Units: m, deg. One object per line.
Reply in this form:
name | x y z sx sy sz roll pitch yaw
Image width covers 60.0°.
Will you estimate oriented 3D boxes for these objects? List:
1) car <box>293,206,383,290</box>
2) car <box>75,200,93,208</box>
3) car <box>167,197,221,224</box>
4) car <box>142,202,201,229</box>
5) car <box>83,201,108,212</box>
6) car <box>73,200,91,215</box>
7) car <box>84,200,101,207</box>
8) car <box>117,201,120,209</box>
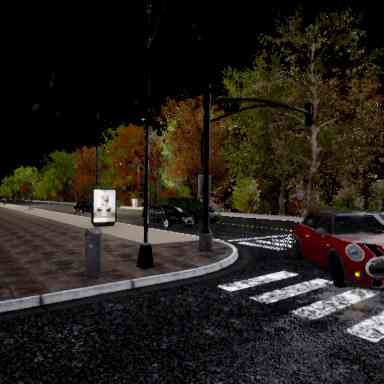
car | 4.368 1.312 9.129 2.097 1.767 4.553 -1 0 1
car | -19.897 2.168 61.016 1.812 1.442 4.674 1 -1 -35
car | -0.094 1.410 26.357 2.150 2.045 5.566 1 -1 -35
car | -1.753 1.632 23.040 1.837 1.490 4.892 1 -1 -35
car | -13.195 1.990 45.344 1.994 1.385 4.181 1 -1 -34
car | -12.269 1.822 38.256 1.837 1.490 4.892 1 -1 -35
car | -19.990 2.298 66.874 1.994 1.385 4.181 1 -1 -35
car | -14.256 2.124 58.589 2.128 1.511 4.902 1 -1 -35
